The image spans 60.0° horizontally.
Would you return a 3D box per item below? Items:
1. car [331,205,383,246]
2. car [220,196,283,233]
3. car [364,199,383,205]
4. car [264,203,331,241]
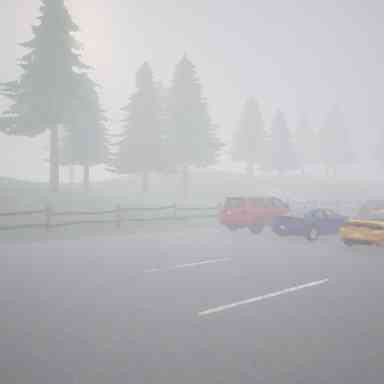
[{"bbox_3d":[8.269,1.484,14.066,5.008,1.535,1.882,0,0,-35],"label":"car"},{"bbox_3d":[4.228,1.257,19.783,5.566,2.045,2.150,0,0,-35],"label":"car"},{"bbox_3d":[16.391,1.365,28.458,4.553,1.767,2.097,0,0,-35],"label":"car"},{"bbox_3d":[6.236,1.484,16.916,5.008,1.535,1.882,0,0,-35],"label":"car"}]
